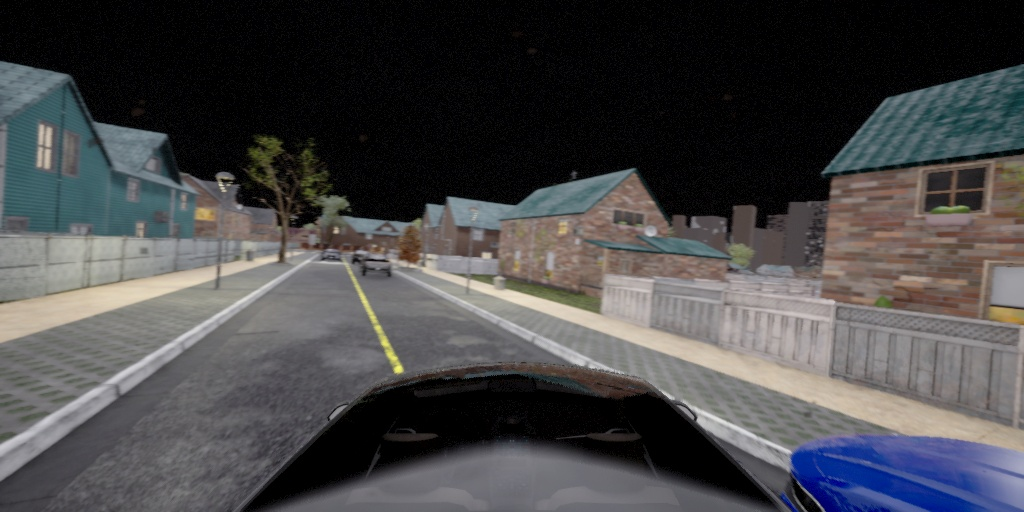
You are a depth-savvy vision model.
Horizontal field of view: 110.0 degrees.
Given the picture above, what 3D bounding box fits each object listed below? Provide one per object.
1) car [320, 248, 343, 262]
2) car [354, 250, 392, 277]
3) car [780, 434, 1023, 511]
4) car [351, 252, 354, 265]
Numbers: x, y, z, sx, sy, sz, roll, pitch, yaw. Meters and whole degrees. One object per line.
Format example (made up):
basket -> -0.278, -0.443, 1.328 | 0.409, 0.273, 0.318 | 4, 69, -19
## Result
car -> -19.379, -0.106, 38.569 | 1.994, 1.385, 4.181 | 4, 0, -26
car -> -9.394, 0.535, 24.614 | 2.128, 1.511, 4.902 | 4, 0, -26
car -> 3.310, 1.471, 0.430 | 1.882, 1.535, 5.008 | 4, 0, -26
car -> -15.483, 0.086, 36.979 | 1.882, 1.535, 5.008 | 4, 0, -26
